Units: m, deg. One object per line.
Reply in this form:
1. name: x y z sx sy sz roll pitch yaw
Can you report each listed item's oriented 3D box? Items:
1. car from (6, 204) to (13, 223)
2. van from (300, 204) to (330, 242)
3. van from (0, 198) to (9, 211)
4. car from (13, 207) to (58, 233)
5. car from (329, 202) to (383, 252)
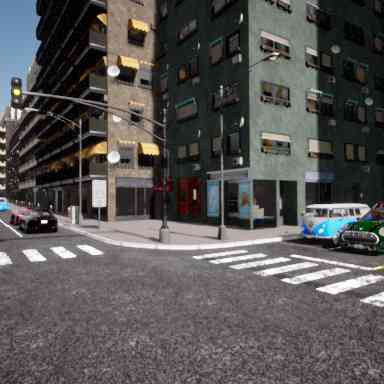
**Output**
1. car: -12.718 1.783 25.321 1.802 1.307 4.206 1 -1 -34
2. van: 6.955 1.466 15.997 3.998 1.788 1.690 0 -1 -34
3. van: -25.208 1.641 43.779 1.690 1.788 3.998 1 -1 -34
4. car: -9.595 1.743 20.708 1.947 1.339 4.313 1 -1 -34
5. car: 8.046 1.429 13.620 4.553 1.767 2.097 0 -1 -34
